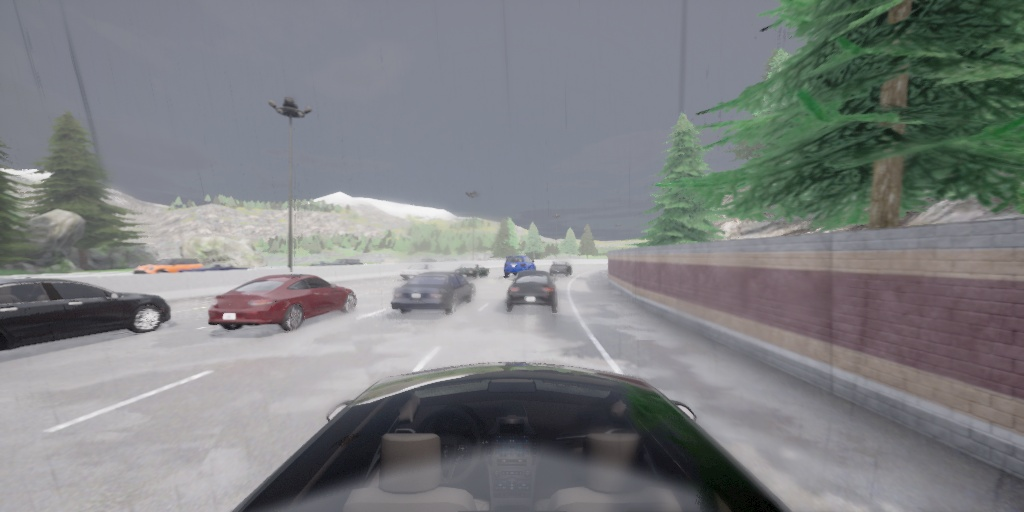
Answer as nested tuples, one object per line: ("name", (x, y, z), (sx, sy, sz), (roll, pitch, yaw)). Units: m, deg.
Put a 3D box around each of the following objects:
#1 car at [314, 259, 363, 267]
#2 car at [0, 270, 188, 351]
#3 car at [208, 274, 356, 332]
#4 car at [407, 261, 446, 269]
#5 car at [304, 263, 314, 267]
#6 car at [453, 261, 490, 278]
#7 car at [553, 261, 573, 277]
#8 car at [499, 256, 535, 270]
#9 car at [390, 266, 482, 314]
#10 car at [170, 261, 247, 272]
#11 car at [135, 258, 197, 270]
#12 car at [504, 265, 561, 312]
("car", (-16.917, 1.048, 35.814), (2.097, 1.767, 4.553), (0, 0, 14))
("car", (-10.161, 1.222, 7.630), (1.837, 1.490, 4.892), (0, 0, 3))
("car", (-6.486, 1.255, 10.708), (1.812, 1.442, 4.674), (0, 0, 4))
("car", (-7.340, 1.328, 29.833), (1.895, 1.301, 4.718), (0, 0, 12))
("car", (-20.055, 1.250, 37.712), (1.994, 1.385, 4.181), (0, 0, 14))
("car", (-3.390, 1.341, 31.517), (1.895, 1.301, 4.718), (0, 0, 13))
("car", (5.010, 1.259, 36.096), (2.128, 1.511, 4.902), (0, 0, 15))
("car", (0.794, 0.975, 33.980), (2.150, 2.045, 5.566), (0, 0, 14))
("car", (-2.752, 1.289, 13.689), (2.033, 1.411, 5.357), (0, 0, 6))
("car", (-25.272, 1.269, 30.293), (1.895, 1.301, 4.718), (0, 0, 11))
("car", (-28.790, 1.009, 30.225), (2.097, 1.767, 4.553), (0, 0, 11))
("car", (0.847, 1.279, 14.230), (1.812, 1.442, 4.674), (0, 0, 5))
